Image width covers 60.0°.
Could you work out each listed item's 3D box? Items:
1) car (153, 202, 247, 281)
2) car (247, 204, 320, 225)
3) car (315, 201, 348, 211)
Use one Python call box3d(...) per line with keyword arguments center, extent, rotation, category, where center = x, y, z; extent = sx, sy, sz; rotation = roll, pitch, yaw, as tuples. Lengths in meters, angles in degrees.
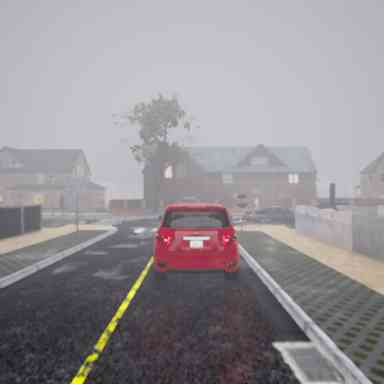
box3d(center=(0.101, 1.313, 10.284), extent=(2.150, 2.045, 5.566), rotation=(0, -1, 0), category="car")
box3d(center=(6.763, 1.804, 26.099), extent=(5.357, 1.411, 2.033), rotation=(0, 1, -6), category="car")
box3d(center=(11.252, 1.569, 28.445), extent=(4.553, 1.767, 2.097), rotation=(0, 1, 1), category="car")
